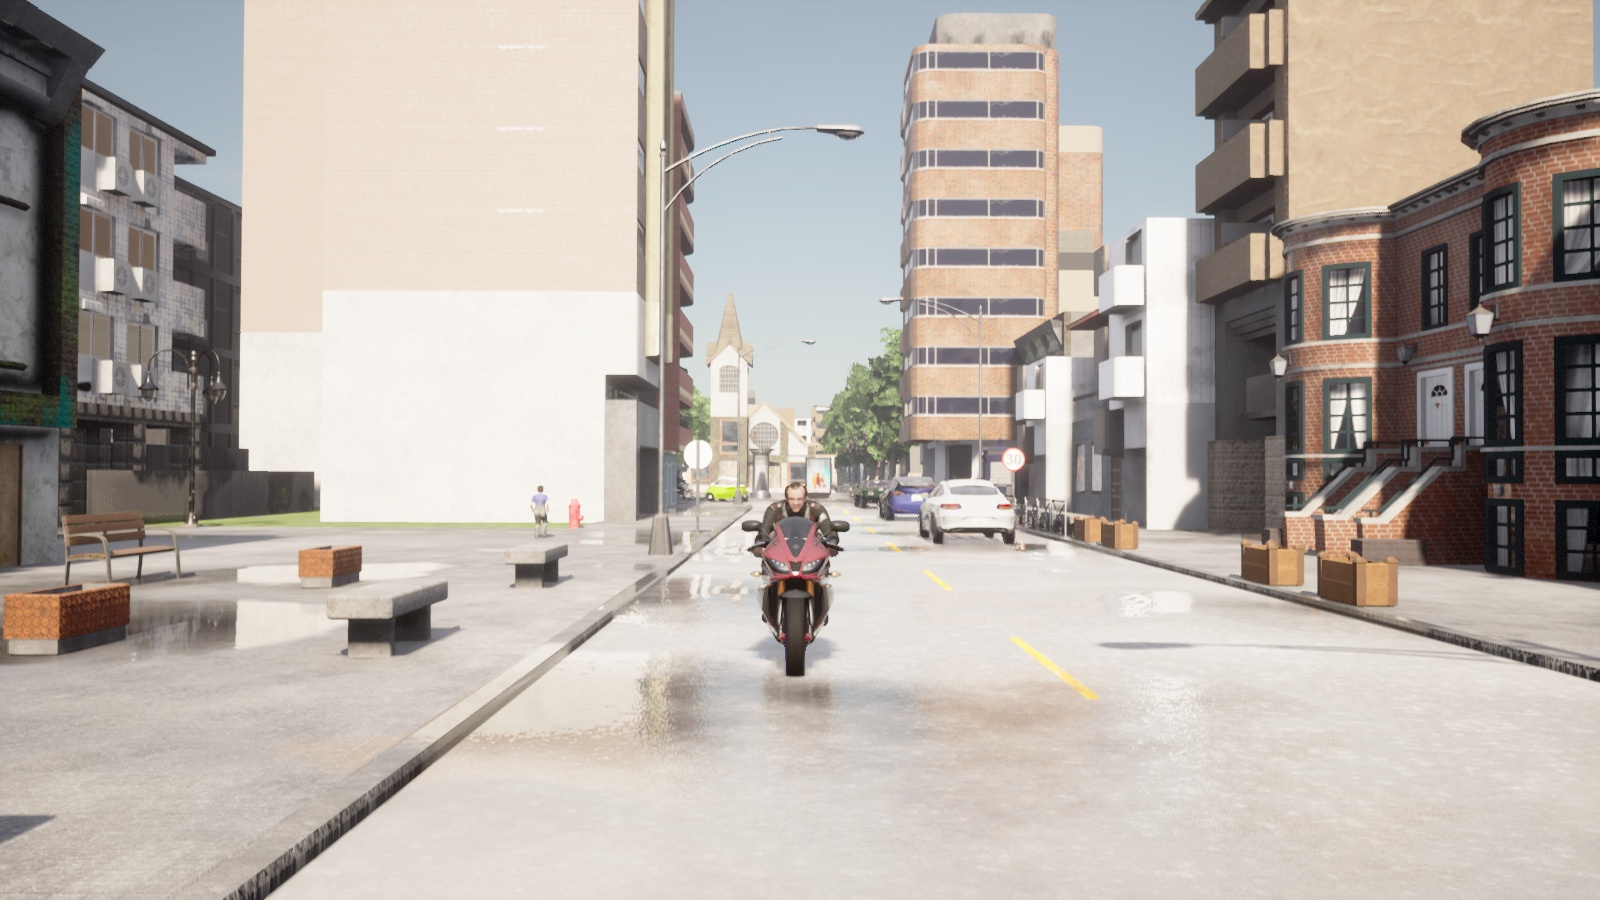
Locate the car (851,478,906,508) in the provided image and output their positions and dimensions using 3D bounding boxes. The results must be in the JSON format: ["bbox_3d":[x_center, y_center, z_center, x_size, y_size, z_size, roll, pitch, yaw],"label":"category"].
[{"bbox_3d":[3.577,1.982,58.203,1.895,1.301,4.718,0,-1,-4],"label":"car"}]

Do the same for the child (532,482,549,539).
[{"bbox_3d":[-5.784,1.349,27.995,0.270,1.263,0.437,0,-1,1],"label":"child"}]

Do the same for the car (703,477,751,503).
[{"bbox_3d":[-3.989,2.161,68.602,2.207,1.376,1.481,0,-1,26],"label":"car"}]

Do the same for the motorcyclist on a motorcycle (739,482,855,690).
[{"bbox_3d":[-0.028,1.047,10.492,0.866,1.530,2.191,0,-1,0],"label":"motorcyclist on a motorcycle"}]

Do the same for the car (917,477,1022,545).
[{"bbox_3d":[3.895,1.376,29.618,1.812,1.442,4.674,0,-1,0],"label":"car"}]

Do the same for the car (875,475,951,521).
[{"bbox_3d":[3.835,1.606,43.421,2.163,1.488,4.792,0,-1,0],"label":"car"}]
